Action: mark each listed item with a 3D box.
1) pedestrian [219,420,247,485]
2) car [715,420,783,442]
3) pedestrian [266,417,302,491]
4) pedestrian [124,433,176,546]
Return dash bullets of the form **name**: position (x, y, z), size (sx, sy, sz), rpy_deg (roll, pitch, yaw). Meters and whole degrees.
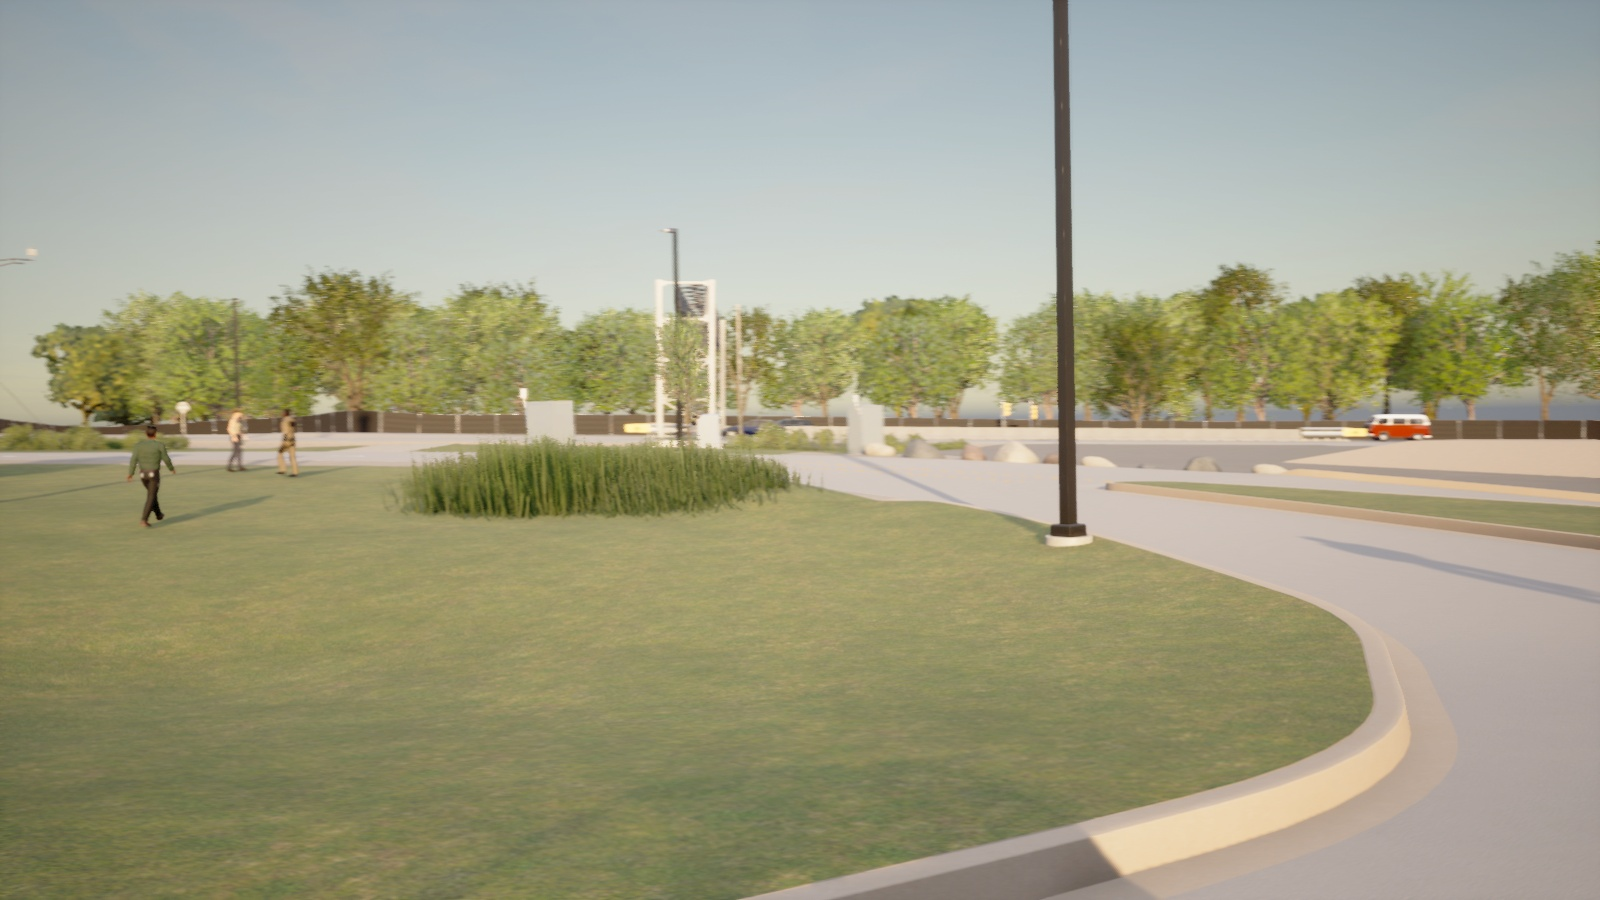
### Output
- **pedestrian**: position (-16.234, 0.063, 35.967), size (0.594, 1.836, 0.345), rpy_deg (-3, 1, -12)
- **car**: position (-3.650, -1.380, 90.231), size (4.792, 1.488, 2.163), rpy_deg (-1, 1, -3)
- **pedestrian**: position (-13.644, 0.103, 33.223), size (0.692, 1.930, 0.396), rpy_deg (-2, 2, 20)
- **pedestrian**: position (-11.573, 0.685, 22.368), size (0.423, 1.949, 0.788), rpy_deg (-2, 1, -2)
